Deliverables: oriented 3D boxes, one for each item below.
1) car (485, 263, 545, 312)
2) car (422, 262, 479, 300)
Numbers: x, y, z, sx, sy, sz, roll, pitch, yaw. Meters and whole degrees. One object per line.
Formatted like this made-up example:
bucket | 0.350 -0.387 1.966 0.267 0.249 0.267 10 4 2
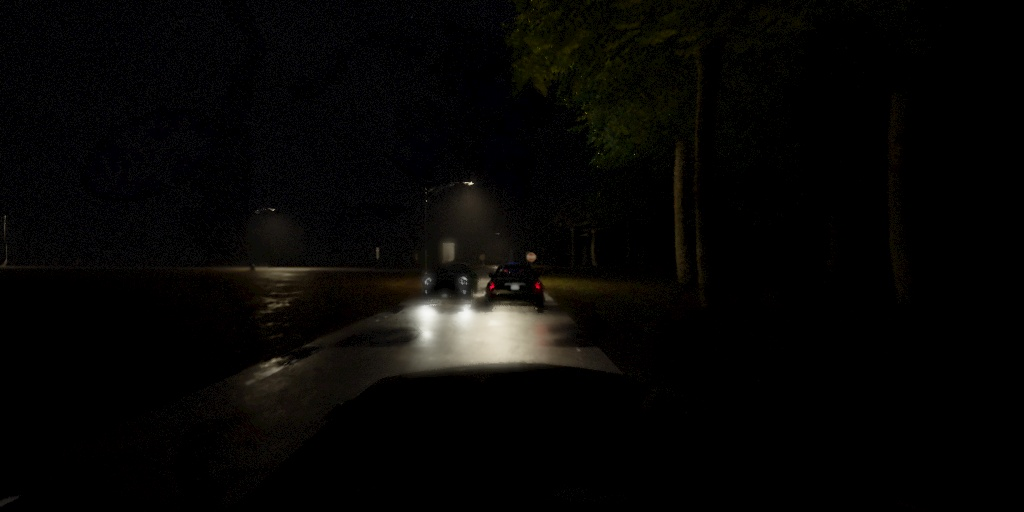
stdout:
car | 0.105 1.088 14.295 2.097 1.767 4.553 0 0 0
car | -2.833 1.088 17.338 2.097 1.767 4.553 0 0 0
